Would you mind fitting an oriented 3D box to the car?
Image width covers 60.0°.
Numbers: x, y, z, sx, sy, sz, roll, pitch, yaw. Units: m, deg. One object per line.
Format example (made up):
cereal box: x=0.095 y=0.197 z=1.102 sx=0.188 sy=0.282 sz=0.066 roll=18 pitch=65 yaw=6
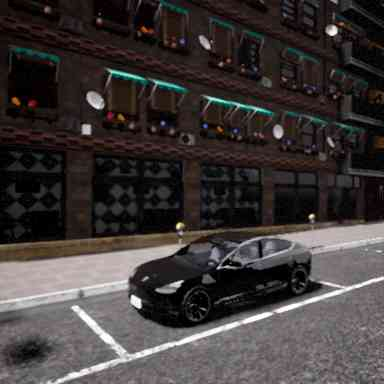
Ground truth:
car: x=0.798 y=1.556 z=7.114 sx=4.313 sy=1.339 sz=1.947 roll=0 pitch=1 yaw=-35
